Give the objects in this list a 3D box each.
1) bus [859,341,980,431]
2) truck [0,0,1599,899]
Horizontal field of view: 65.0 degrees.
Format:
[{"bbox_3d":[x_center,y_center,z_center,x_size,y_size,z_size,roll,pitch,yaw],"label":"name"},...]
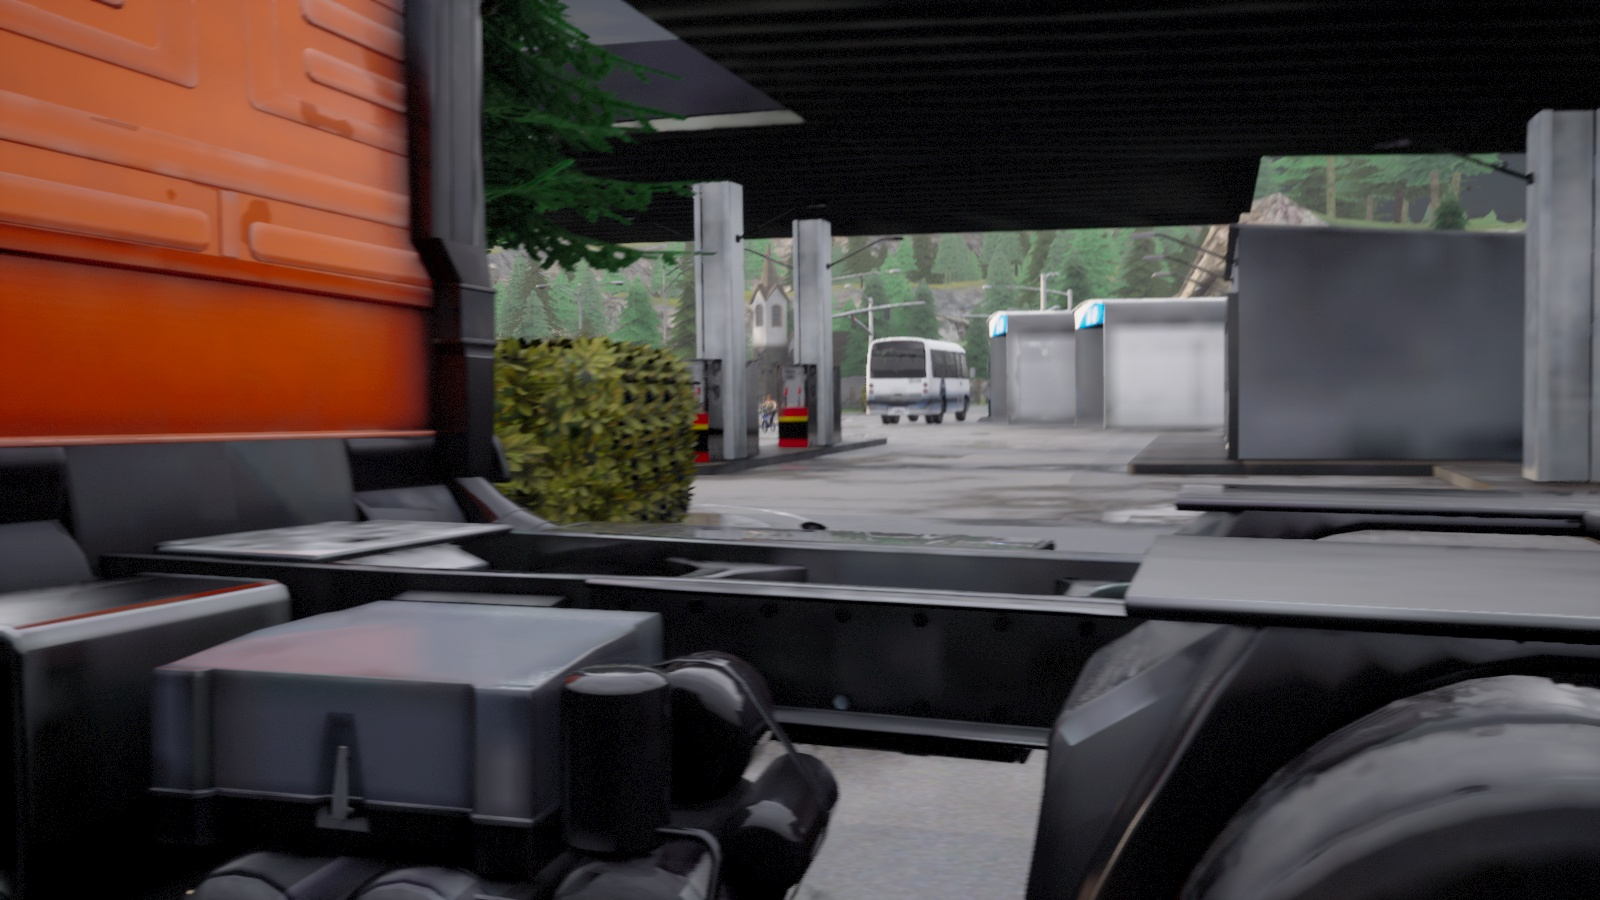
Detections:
[{"bbox_3d":[6.413,-3.282,65.274,3.944,4.253,10.273,1,3,19],"label":"bus"},{"bbox_3d":[-0.140,-0.265,3.164,7.936,3.462,2.891,1,2,18],"label":"truck"}]
